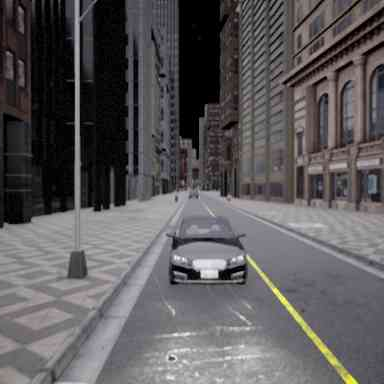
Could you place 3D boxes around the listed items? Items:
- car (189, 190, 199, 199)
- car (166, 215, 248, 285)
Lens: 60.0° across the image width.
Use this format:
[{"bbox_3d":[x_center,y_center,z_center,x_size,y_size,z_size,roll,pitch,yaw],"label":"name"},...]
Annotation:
[{"bbox_3d":[0.430,0.634,78.216,2.150,2.045,5.566,0,0,0],"label":"car"},{"bbox_3d":[0.367,1.441,9.431,2.128,1.511,4.902,0,0,0],"label":"car"}]
